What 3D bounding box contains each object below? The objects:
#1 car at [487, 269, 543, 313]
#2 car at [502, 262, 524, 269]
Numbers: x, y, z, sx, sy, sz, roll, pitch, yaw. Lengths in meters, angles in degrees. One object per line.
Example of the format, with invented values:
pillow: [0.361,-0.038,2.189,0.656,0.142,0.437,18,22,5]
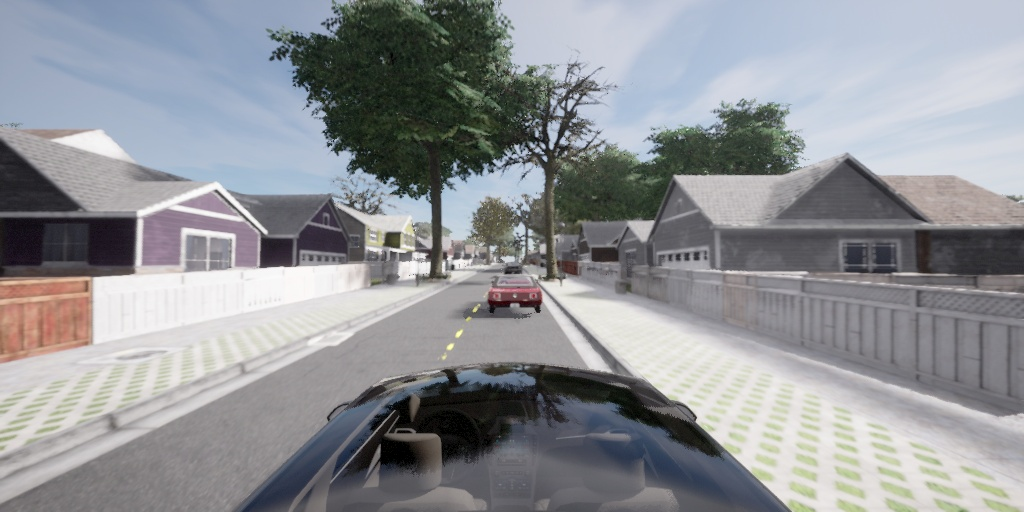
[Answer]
car: [0.104,1.367,14.172,1.895,1.301,4.718,0,0,0]
car: [0.107,1.337,36.099,1.837,1.490,4.892,0,0,0]
